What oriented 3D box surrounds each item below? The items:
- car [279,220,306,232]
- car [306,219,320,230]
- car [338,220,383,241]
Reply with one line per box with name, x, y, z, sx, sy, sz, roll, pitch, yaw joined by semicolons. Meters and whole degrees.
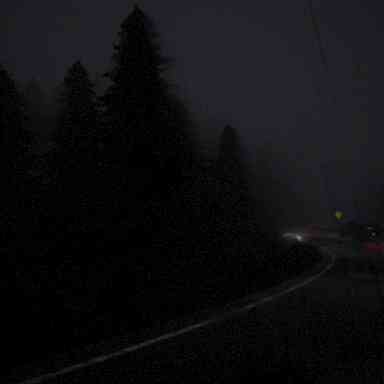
car;10.748;3.841;36.738;1.994;1.385;4.181;-2;-4;6
car;16.128;4.309;44.769;1.812;1.442;4.674;-1;-4;20
car;13.329;2.999;26.570;2.128;1.511;4.902;-2;-4;3
